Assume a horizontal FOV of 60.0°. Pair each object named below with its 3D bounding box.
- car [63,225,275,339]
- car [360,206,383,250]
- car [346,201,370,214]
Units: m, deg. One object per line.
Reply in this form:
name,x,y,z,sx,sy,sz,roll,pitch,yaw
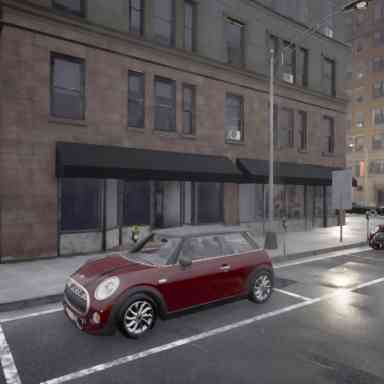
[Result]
car,-0.327,1.441,6.513,4.097,1.590,1.967,0,0,-35
car,8.632,1.445,12.872,4.097,1.590,1.967,0,0,-35
car,15.589,1.531,30.734,1.895,1.301,4.718,1,0,-36
